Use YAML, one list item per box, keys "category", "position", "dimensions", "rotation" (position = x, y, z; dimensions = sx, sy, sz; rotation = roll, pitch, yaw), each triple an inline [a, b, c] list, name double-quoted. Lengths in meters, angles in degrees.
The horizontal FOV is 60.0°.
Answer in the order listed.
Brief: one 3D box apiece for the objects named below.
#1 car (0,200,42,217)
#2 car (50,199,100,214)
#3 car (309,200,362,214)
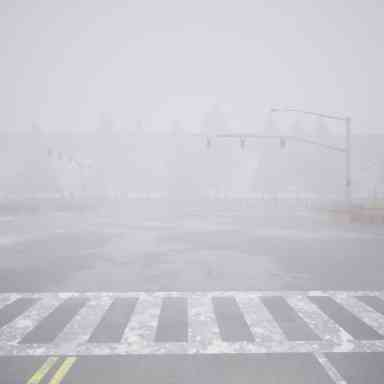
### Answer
- category: "car"
  position: [-16.677, 1.476, 31.058]
  dimensions: [5.008, 1.535, 1.882]
  rotation: [0, 0, -2]
- category: "car"
  position: [-12.148, 1.477, 34.698]
  dimensions: [5.008, 1.535, 1.882]
  rotation: [0, 0, -2]
- category: "car"
  position: [15.411, 1.547, 35.539]
  dimensions: [5.357, 1.411, 2.033]
  rotation: [0, 0, -2]
